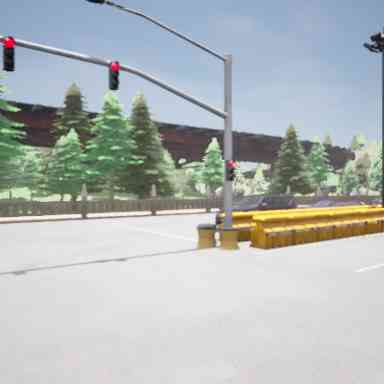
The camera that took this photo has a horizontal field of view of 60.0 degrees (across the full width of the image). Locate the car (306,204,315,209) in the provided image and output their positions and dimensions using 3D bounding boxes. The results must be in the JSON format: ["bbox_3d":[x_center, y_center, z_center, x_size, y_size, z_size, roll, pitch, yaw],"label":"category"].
[{"bbox_3d":[12.183,1.453,29.813,5.357,1.411,2.033,0,0,-35],"label":"car"}]

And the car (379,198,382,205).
[{"bbox_3d":[20.216,1.428,31.197,5.357,1.411,2.033,0,0,-35],"label":"car"}]

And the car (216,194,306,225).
[{"bbox_3d":[3.987,1.171,19.688,5.566,2.045,2.150,0,0,-36],"label":"car"}]

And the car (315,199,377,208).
[{"bbox_3d":[11.742,1.442,25.209,4.674,1.442,1.812,0,0,-35],"label":"car"}]

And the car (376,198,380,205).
[{"bbox_3d":[20.486,1.362,35.670,4.902,1.511,2.128,0,0,-35],"label":"car"}]
